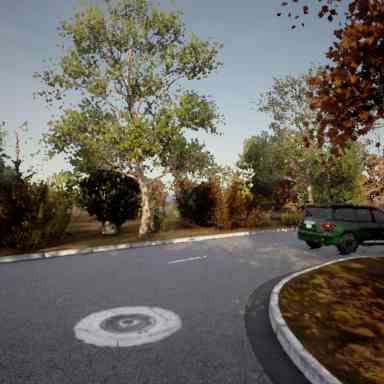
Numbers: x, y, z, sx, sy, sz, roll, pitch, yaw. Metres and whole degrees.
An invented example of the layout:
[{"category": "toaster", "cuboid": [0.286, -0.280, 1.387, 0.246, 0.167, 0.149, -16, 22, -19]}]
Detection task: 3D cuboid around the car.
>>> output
[{"category": "car", "cuboid": [7.480, 1.633, 15.015, 5.566, 2.045, 2.150, 2, -1, -20]}]
